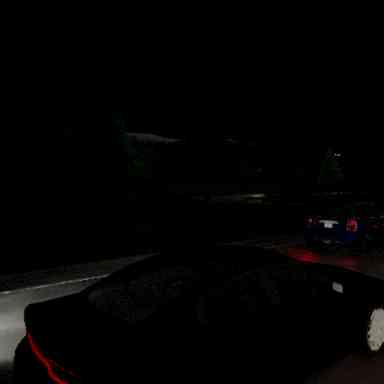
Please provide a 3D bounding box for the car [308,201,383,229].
[{"bbox_3d":[6.412,1.136,12.710,4.553,1.767,2.097,-1,1,-36],"label":"car"}]

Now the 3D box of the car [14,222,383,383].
[{"bbox_3d":[0.598,1.429,4.191,5.008,1.535,1.882,-1,1,-36],"label":"car"}]
